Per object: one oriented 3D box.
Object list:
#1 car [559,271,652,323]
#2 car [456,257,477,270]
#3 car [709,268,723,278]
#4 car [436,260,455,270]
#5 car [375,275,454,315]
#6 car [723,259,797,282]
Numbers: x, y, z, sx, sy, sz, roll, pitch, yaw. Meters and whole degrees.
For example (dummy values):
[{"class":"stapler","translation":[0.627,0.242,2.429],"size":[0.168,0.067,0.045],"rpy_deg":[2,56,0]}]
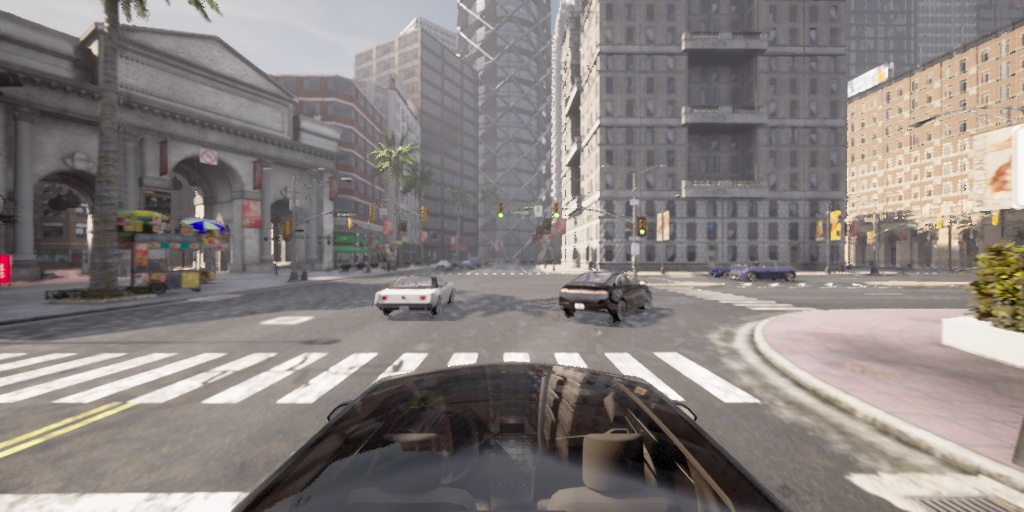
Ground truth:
[{"class":"car","translation":[3.388,1.259,12.460],"size":[2.128,1.511,4.902],"rpy_deg":[-1,0,36]},{"class":"car","translation":[-7.039,1.358,55.916],"size":[1.812,1.442,4.674],"rpy_deg":[0,0,0]},{"class":"car","translation":[20.604,1.406,32.573],"size":[4.718,1.301,1.895],"rpy_deg":[0,0,0]},{"class":"car","translation":[-10.539,1.356,55.615],"size":[1.812,1.442,4.674],"rpy_deg":[0,0,0]},{"class":"car","translation":[-3.409,1.368,13.579],"size":[1.895,1.301,4.718],"rpy_deg":[0,0,0]},{"class":"car","translation":[20.193,1.151,29.066],"size":[4.553,1.767,2.097],"rpy_deg":[0,0,0]}]
